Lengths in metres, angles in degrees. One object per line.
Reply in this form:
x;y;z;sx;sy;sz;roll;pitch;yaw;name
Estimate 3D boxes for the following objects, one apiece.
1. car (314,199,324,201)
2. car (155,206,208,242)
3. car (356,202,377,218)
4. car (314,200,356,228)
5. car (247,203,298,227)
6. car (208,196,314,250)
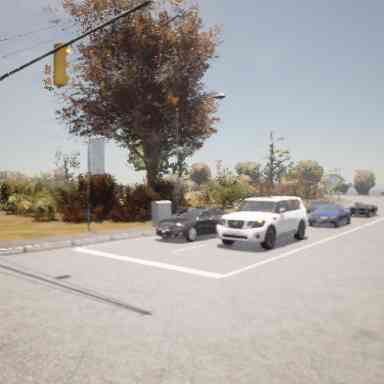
12.059;1.472;31.639;1.837;1.490;4.892;0;0;38;car
0.241;1.512;16.700;1.837;1.490;4.892;0;0;39;car
15.565;1.560;30.453;1.895;1.301;4.718;0;0;37;car
9.357;1.519;22.518;1.812;1.442;4.674;0;0;38;car
5.796;1.563;23.656;1.994;1.385;4.181;0;0;39;car
3.334;1.226;14.961;2.150;2.045;5.566;0;0;39;car
